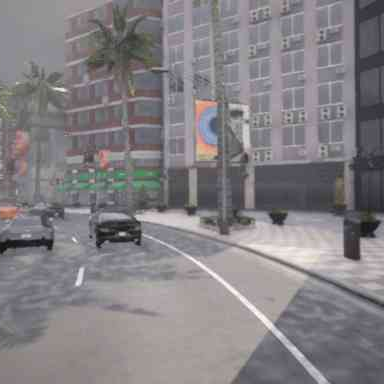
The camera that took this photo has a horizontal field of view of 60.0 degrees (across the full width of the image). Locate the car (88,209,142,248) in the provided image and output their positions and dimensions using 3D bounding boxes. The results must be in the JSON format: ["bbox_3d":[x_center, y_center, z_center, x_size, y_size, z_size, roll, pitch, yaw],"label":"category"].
[{"bbox_3d":[-3.668,1.520,15.403,1.882,1.535,5.008,0,0,-22],"label":"car"}]

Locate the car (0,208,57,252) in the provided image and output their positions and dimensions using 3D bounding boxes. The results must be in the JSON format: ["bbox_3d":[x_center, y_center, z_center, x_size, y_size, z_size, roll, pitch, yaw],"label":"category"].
[{"bbox_3d":[-7.064,1.640,14.466,1.994,1.385,4.181,0,0,-23],"label":"car"}]

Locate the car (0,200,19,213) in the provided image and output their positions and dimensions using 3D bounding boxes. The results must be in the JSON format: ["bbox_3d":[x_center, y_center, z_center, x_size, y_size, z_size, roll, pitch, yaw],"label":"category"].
[{"bbox_3d":[-16.083,1.524,27.879,2.097,1.767,4.553,-1,0,-43],"label":"car"}]

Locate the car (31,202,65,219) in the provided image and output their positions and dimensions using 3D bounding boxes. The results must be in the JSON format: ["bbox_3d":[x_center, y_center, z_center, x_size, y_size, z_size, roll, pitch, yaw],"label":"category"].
[{"bbox_3d":[-13.009,1.646,29.733,1.837,1.490,4.892,0,-1,-42],"label":"car"}]
